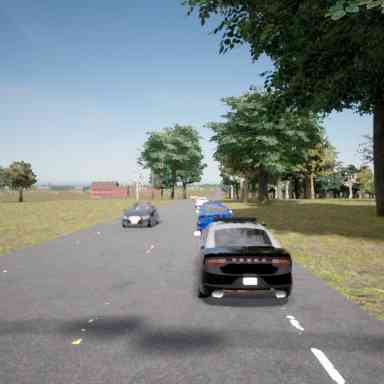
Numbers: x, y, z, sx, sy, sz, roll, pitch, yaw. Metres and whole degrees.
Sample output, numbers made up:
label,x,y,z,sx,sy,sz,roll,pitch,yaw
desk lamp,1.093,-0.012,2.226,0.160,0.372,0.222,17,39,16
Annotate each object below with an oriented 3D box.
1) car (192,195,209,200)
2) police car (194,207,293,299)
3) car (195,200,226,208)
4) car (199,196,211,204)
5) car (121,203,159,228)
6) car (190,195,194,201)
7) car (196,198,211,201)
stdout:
label,x,y,z,sx,sy,sz,roll,pitch,yaw
car,1.451,1.462,46.215,1.812,1.442,4.674,0,0,4
police car,1.085,1.419,8.639,1.930,1.638,5.238,0,0,1
car,1.253,1.458,18.491,1.882,1.535,5.008,0,0,1
car,2.456,1.510,61.276,1.895,1.301,4.718,0,0,5
car,-3.287,1.464,21.837,2.128,1.511,4.902,0,0,2
car,0.599,1.344,80.178,1.882,1.535,5.008,0,0,5
car,1.419,1.477,24.465,1.837,1.490,4.892,0,0,2
